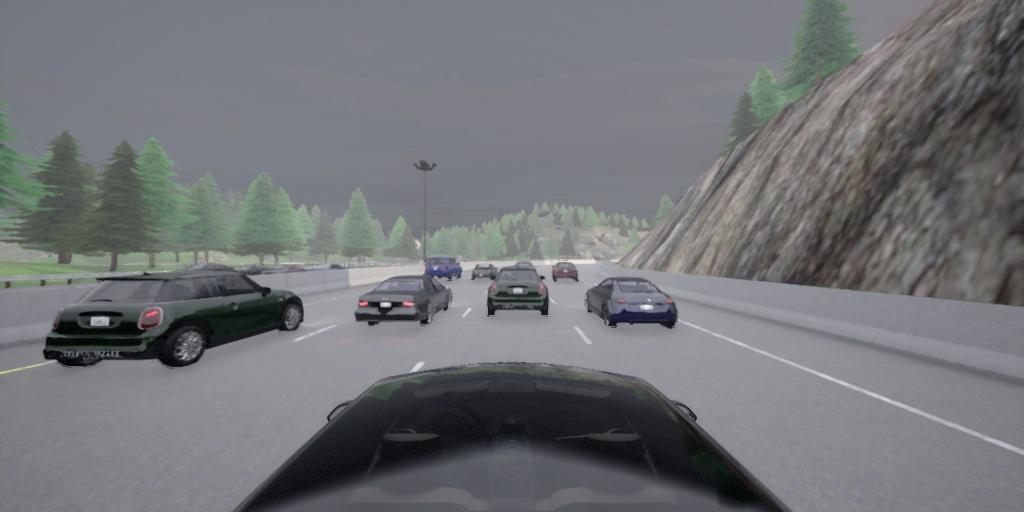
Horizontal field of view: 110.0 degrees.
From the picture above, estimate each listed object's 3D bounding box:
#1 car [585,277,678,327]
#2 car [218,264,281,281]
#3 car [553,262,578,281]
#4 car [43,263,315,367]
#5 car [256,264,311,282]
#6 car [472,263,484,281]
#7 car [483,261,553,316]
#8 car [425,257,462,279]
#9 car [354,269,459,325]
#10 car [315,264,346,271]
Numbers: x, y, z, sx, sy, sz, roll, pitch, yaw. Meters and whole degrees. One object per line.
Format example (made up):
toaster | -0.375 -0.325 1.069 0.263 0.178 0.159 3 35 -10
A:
car | 3.695 1.376 11.771 1.994 1.385 4.181 0 0 1
car | -23.586 1.463 32.486 1.895 1.301 4.718 0 0 5
car | 4.665 1.273 31.943 2.097 1.767 4.553 0 0 5
car | -6.844 1.121 8.102 2.097 1.767 4.553 0 0 1
car | -20.131 1.430 31.818 1.994 1.385 4.181 0 0 5
car | -2.350 1.398 32.188 2.128 1.511 4.902 0 0 5
car | 0.227 1.167 13.839 2.097 1.767 4.553 0 0 1
car | -5.938 1.117 31.555 2.150 2.045 5.566 0 0 5
car | -3.302 1.345 11.947 2.033 1.411 5.357 0 0 1
car | -16.595 1.400 32.081 1.812 1.442 4.674 0 0 5
